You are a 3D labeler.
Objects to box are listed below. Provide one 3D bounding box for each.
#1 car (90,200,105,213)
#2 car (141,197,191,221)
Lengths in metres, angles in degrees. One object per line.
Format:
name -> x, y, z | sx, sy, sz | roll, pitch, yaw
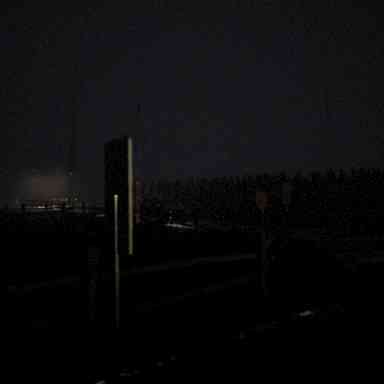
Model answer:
car -> -10.702, 1.755, 39.890 | 1.882, 1.535, 5.008 | -1, 0, -35
car -> -2.361, 1.483, 28.150 | 2.150, 2.045, 5.566 | -1, 2, -35
